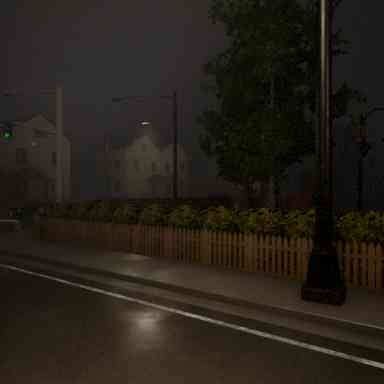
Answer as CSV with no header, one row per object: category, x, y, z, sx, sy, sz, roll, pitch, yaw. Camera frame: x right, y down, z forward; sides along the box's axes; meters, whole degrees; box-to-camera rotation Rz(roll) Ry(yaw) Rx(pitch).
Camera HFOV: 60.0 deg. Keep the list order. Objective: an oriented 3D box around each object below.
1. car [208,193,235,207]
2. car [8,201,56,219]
car,4.287,1.221,48.813,2.150,2.045,5.566,0,0,35
car,-13.672,1.526,29.430,1.812,1.442,4.674,0,0,35
